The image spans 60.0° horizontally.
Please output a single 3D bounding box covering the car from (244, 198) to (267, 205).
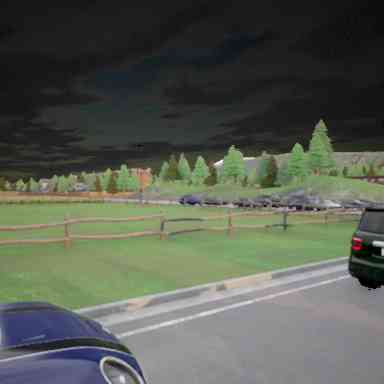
[{"bbox_3d":[12.673,1.859,66.306,1.994,1.385,4.181,0,0,-36],"label":"car"}]

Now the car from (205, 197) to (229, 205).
[{"bbox_3d":[4.901,1.730,65.033,1.882,1.535,5.008,0,0,-36],"label":"car"}]

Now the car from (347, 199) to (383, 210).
[{"bbox_3d":[25.672,1.844,48.443,2.033,1.411,5.357,0,0,-36],"label":"car"}]

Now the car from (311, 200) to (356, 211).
[{"bbox_3d":[19.179,1.801,45.457,2.033,1.411,5.357,0,0,-36],"label":"car"}]

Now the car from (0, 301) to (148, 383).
[{"bbox_3d":[-2.478,1.345,1.974,4.553,1.767,2.097,1,0,-36],"label":"car"}]

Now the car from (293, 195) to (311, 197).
[{"bbox_3d":[16.646,1.766,54.848,2.128,1.511,4.902,0,0,-36],"label":"car"}]

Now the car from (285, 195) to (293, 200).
[{"bbox_3d":[12.937,1.474,53.990,2.150,2.045,5.566,0,0,-36],"label":"car"}]

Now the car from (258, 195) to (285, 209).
[{"bbox_3d":[11.135,1.709,50.517,1.882,1.535,5.008,0,0,-36],"label":"car"}]

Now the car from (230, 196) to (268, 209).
[{"bbox_3d":[8.265,1.715,48.515,1.837,1.490,4.892,0,0,-36],"label":"car"}]

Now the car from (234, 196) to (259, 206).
[{"bbox_3d":[10.380,1.625,63.464,2.097,1.767,4.553,0,0,-36],"label":"car"}]

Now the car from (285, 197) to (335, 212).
[{"bbox_3d":[14.219,1.716,40.386,1.837,1.490,4.892,0,0,-36],"label":"car"}]

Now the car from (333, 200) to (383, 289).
[{"bbox_3d":[6.047,1.282,8.078,5.566,2.045,2.150,0,0,-36],"label":"car"}]

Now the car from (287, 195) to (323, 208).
[{"bbox_3d":[19.341,1.517,57.113,2.150,2.045,5.566,0,0,-37],"label":"car"}]

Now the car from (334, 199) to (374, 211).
[{"bbox_3d":[22.650,1.801,46.645,1.812,1.442,4.674,0,0,-37],"label":"car"}]

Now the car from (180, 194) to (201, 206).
[{"bbox_3d":[-0.004,1.431,59.856,2.150,2.045,5.566,0,0,-36],"label":"car"}]

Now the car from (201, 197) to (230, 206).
[{"bbox_3d":[4.560,1.779,59.516,2.033,1.411,5.357,0,0,-36],"label":"car"}]
